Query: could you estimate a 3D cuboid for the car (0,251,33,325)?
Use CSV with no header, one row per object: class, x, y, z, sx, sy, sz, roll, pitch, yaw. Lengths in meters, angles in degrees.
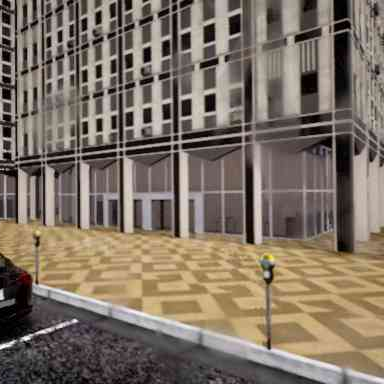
car,-4.703,1.643,6.241,4.313,1.339,1.947,-1,-1,36
